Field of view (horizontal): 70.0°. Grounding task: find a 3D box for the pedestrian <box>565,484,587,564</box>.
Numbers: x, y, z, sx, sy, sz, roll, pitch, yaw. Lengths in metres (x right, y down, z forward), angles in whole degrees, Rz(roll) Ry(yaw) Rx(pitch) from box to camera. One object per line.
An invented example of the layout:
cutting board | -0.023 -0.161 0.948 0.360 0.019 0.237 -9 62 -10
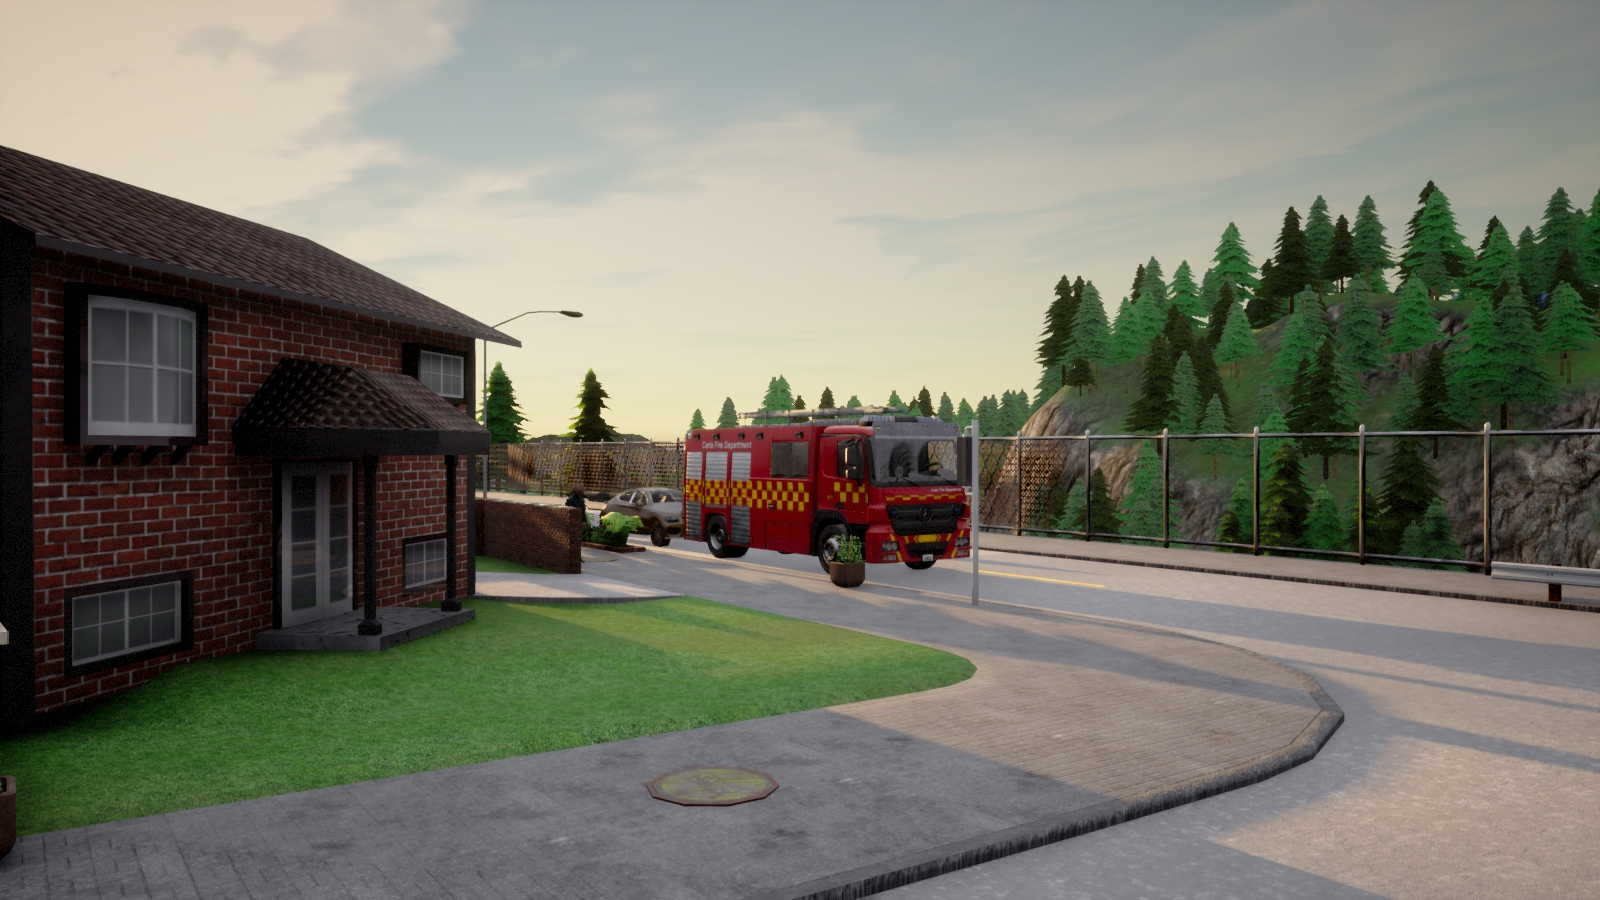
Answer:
pedestrian | -5.334 1.745 27.191 0.375 1.860 0.375 0 0 -38

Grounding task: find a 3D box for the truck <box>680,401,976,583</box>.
truck | 0.353 0.890 28.322 2.891 3.827 8.468 0 0 -35

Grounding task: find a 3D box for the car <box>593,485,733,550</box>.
car | -4.287 1.991 34.965 2.152 1.651 5.027 0 0 -35
